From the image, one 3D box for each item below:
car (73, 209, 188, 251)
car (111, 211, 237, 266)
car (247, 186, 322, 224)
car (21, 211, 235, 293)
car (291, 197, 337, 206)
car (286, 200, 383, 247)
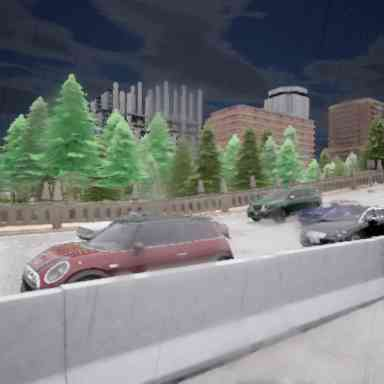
[{"bbox_3d":[-2.657,1.565,14.968,4.718,1.301,1.895,-1,1,-35],"label":"car"},{"bbox_3d":[-0.580,1.527,12.160,4.181,1.385,1.994,-1,1,-36],"label":"car"},{"bbox_3d":[6.021,0.738,21.114,5.566,2.045,2.150,-4,3,-35],"label":"car"},{"bbox_3d":[-1.227,1.357,7.399,4.553,1.767,2.097,0,0,-35],"label":"car"},{"bbox_3d":[7.877,1.132,18.135,4.718,1.301,1.895,-4,3,-35],"label":"car"},{"bbox_3d":[6.132,1.269,12.638,4.902,1.511,2.128,-3,2,-35],"label":"car"}]
